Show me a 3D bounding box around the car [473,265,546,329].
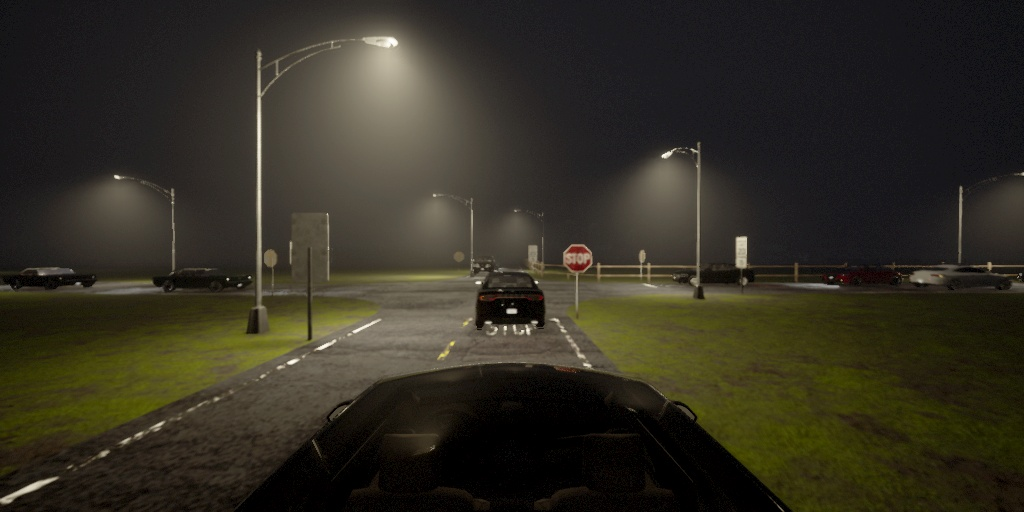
[{"bbox_3d":[-0.138,1.215,11.334,1.882,1.535,5.008,0,0,-3],"label":"car"}]

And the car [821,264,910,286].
[{"bbox_3d":[23.203,1.253,23.889,4.181,1.385,1.994,0,1,-2],"label":"car"}]

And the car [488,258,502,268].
[{"bbox_3d":[-2.820,1.170,61.058,2.128,1.511,4.902,0,0,-1],"label":"car"}]

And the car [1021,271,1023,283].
[{"bbox_3d":[37.534,1.182,24.290,4.892,1.490,1.837,-1,1,-1],"label":"car"}]

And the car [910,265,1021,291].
[{"bbox_3d":[26.186,1.244,21.042,4.674,1.442,1.812,0,1,-2],"label":"car"}]

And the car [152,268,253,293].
[{"bbox_3d":[-17.707,1.363,20.691,4.718,1.301,1.895,0,1,6],"label":"car"}]

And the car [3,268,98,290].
[{"bbox_3d":[-28.601,1.386,22.301,4.718,1.301,1.895,0,1,11],"label":"car"}]

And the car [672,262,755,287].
[{"bbox_3d":[13.201,1.174,23.633,5.008,1.535,1.882,0,1,0],"label":"car"}]

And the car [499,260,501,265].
[{"bbox_3d":[-2.831,1.258,48.798,1.994,1.385,4.181,0,0,1],"label":"car"}]

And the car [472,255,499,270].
[{"bbox_3d":[-2.866,0.927,37.618,2.150,2.045,5.566,0,0,0],"label":"car"}]
